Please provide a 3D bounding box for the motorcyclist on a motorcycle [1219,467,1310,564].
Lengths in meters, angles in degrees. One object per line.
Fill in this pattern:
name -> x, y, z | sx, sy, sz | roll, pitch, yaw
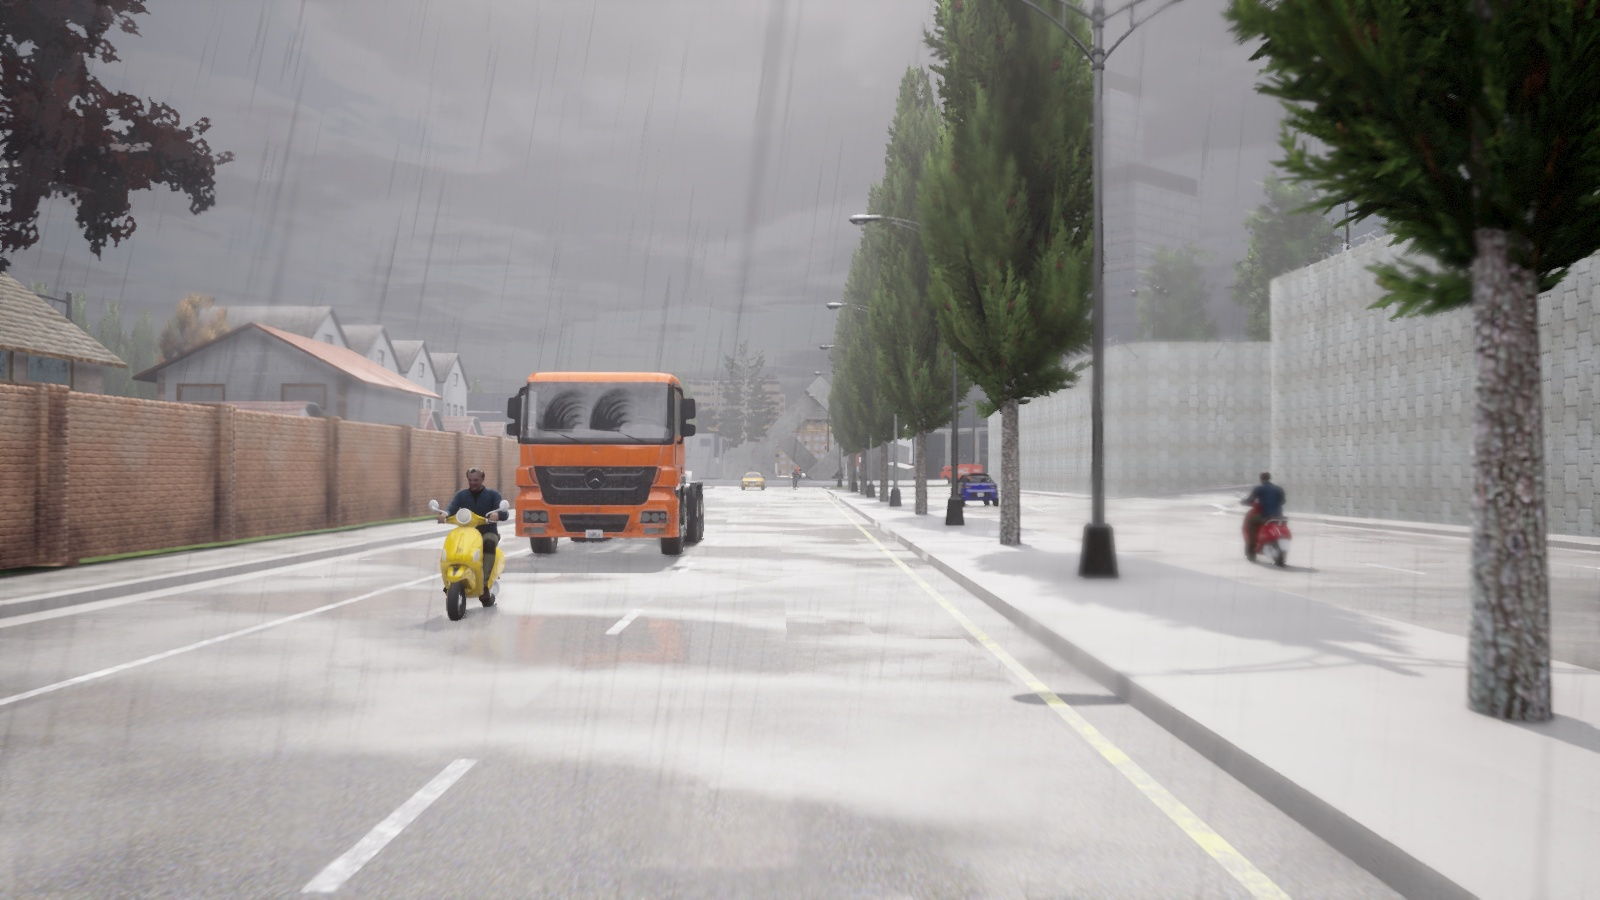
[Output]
motorcyclist on a motorcycle -> 7.947, 1.097, 21.561 | 0.866, 1.590, 1.817 | 0, -1, 0

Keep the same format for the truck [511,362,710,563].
truck -> -3.566, 0.278, 25.725 | 2.891, 3.462, 7.936 | 0, -1, 0

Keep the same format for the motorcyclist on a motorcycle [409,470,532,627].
motorcyclist on a motorcycle -> -3.533, 1.011, 13.653 | 0.866, 1.590, 1.817 | 0, -1, 0

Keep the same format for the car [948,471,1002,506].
car -> 7.856, 1.719, 56.687 | 1.816, 1.474, 4.193 | -1, -1, 0
